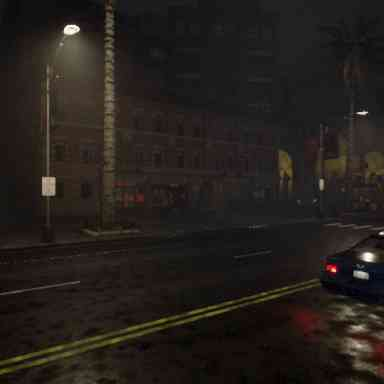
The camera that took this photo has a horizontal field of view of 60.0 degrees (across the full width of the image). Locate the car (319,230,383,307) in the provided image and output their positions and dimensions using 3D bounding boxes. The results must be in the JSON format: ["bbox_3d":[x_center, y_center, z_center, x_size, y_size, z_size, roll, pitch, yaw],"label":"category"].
[{"bbox_3d":[5.103,1.546,7.481,5.357,1.411,2.033,0,0,-36],"label":"car"}]
